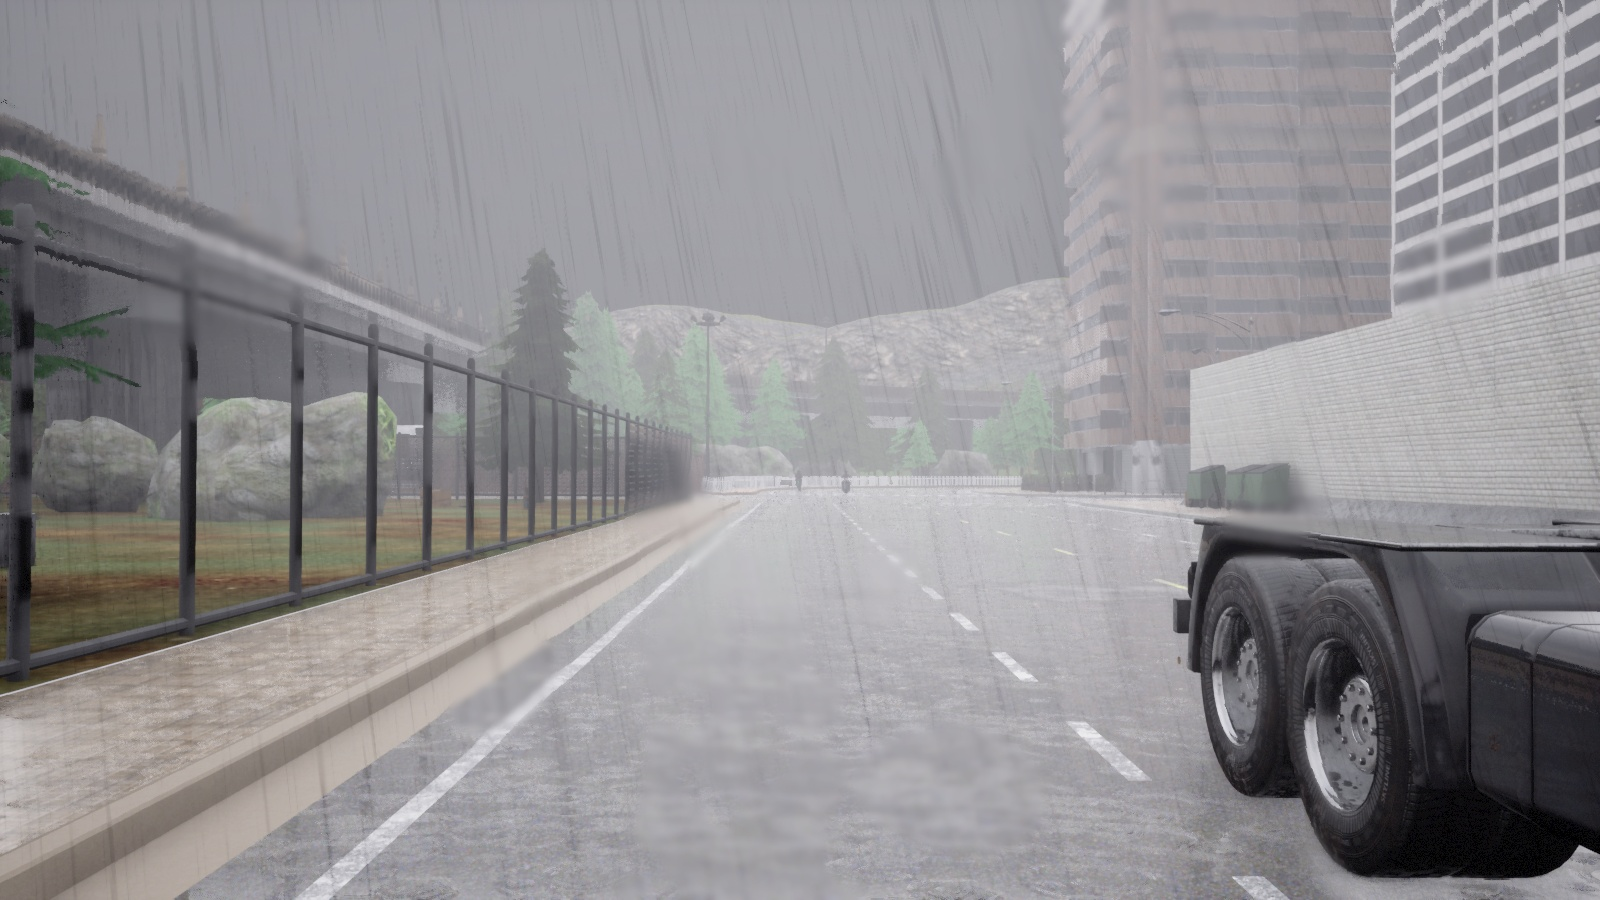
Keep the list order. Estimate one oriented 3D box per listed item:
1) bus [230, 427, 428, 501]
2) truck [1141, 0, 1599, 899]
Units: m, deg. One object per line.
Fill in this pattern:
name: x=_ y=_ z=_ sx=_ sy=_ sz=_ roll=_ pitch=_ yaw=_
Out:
bus: x=-27.792 y=0.852 z=74.476 sx=10.273 sy=4.253 sz=3.944 roll=0 pitch=-1 yaw=0
truck: x=3.487 y=-0.123 z=3.466 sx=2.891 sy=3.462 sz=7.936 roll=0 pitch=-1 yaw=0
